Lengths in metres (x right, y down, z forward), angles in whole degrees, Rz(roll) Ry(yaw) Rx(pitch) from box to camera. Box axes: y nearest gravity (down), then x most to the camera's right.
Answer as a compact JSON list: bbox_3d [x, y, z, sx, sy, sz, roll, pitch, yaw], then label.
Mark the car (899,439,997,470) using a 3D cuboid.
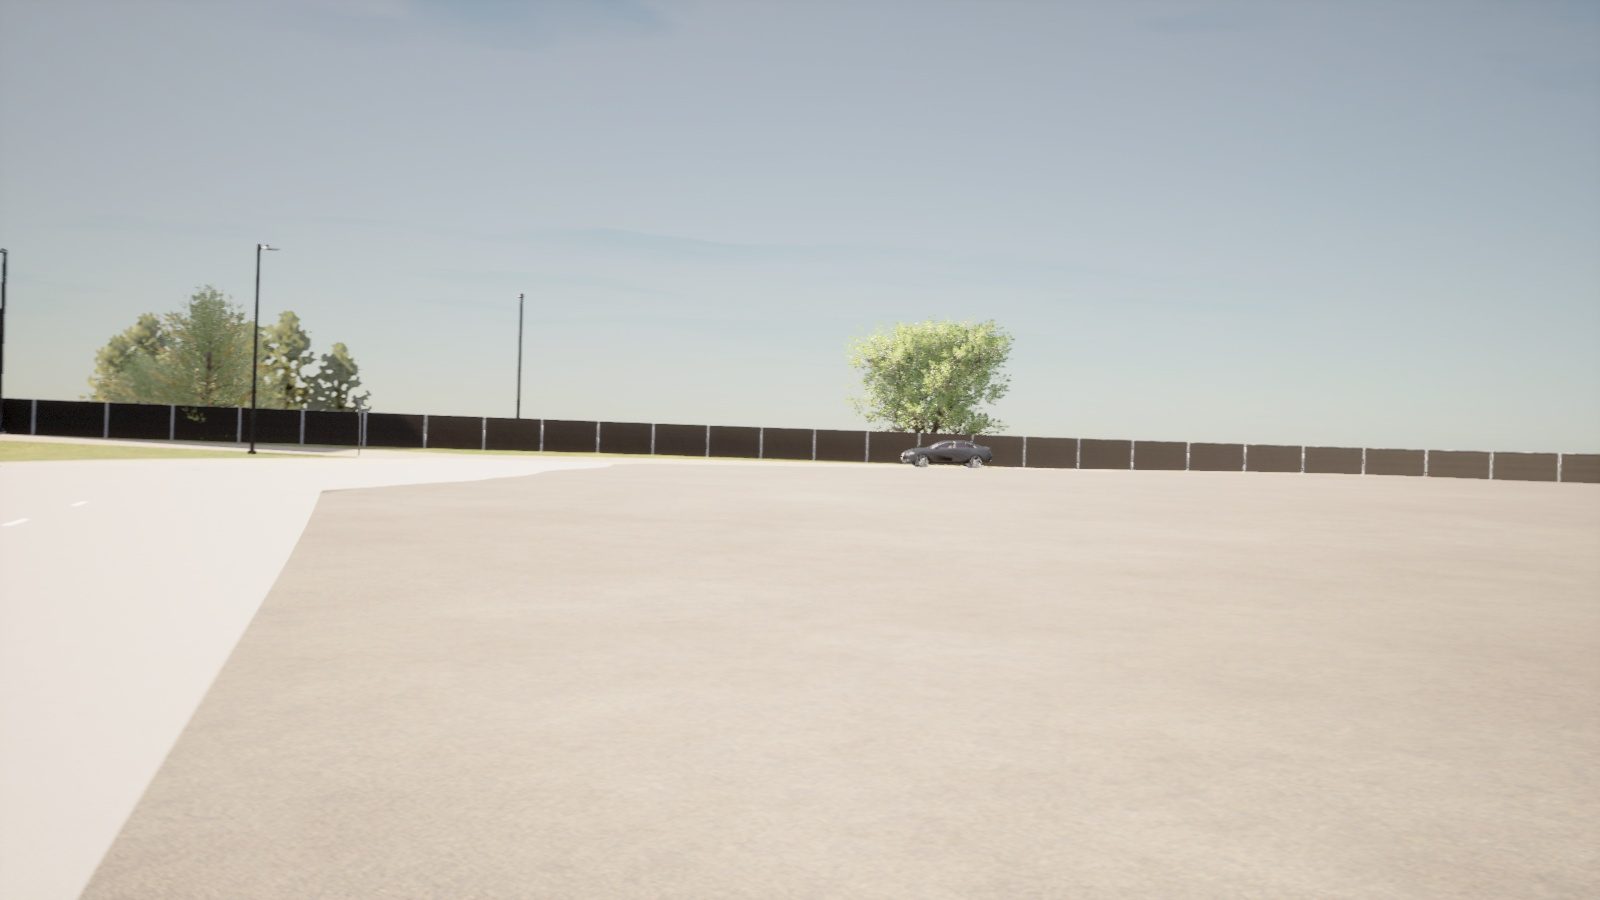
[{"bbox_3d":[7.958,0.258,67.706,4.902,1.511,2.128,1,-1,-3],"label":"car"}]
